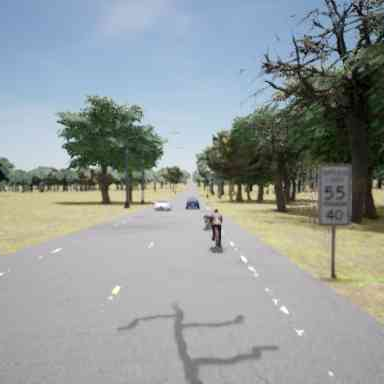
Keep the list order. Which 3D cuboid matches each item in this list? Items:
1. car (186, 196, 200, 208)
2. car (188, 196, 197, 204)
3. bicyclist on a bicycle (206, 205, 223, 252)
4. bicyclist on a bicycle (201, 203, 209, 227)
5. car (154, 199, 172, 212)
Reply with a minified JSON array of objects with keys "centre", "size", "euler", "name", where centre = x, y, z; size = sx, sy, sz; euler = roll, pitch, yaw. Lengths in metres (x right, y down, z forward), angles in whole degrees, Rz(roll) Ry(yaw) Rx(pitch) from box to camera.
[{"centre":[0.109,1.587,48.975],"size":[1.882,1.535,5.008],"euler":[0,0,0],"name":"car"},{"centre":[0.026,1.650,71.814],"size":[1.882,1.535,5.008],"euler":[0,0,0],"name":"car"},{"centre":[0.968,1.477,13.109],"size":[0.582,1.620,1.656],"euler":[0,0,0],"name":"bicyclist on a bicycle"},{"centre":[0.969,1.475,20.506],"size":[0.866,1.612,1.509],"euler":[0,0,0],"name":"bicyclist on a bicycle"},{"centre":[-3.562,1.611,40.902],"size":[1.812,1.442,4.674],"euler":[0,0,0],"name":"car"}]
